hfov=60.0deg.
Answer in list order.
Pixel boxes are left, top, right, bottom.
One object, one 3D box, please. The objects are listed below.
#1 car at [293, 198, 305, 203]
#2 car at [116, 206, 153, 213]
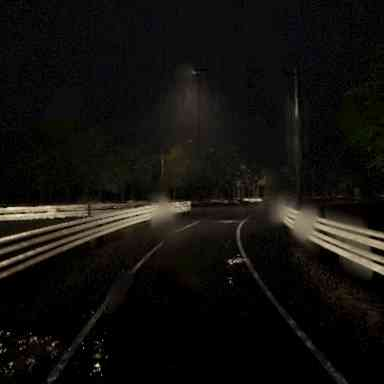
[{"bbox_3d":[21.413,1.798,67.132,1.994,1.385,4.181,-2,-1,44],"label":"car"},{"bbox_3d":[-6.334,1.878,38.878,1.895,1.301,4.718,-2,-1,44],"label":"car"}]
